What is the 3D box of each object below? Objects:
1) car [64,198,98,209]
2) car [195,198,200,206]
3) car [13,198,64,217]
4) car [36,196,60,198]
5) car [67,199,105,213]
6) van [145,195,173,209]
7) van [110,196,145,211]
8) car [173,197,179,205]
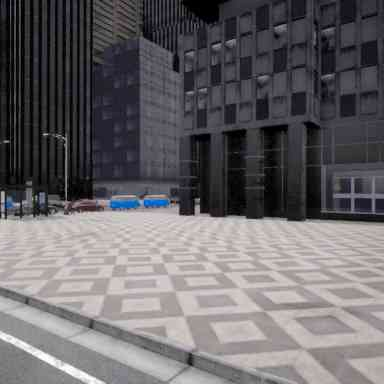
[{"bbox_3d":[-15.002,1.549,45.153,1.802,1.307,4.206,0,0,35],"label":"car"},{"bbox_3d":[1.821,1.570,54.087,1.802,1.307,4.206,0,0,35],"label":"car"},{"bbox_3d":[-14.641,1.549,30.960,2.008,1.369,4.403,0,0,35],"label":"car"},{"bbox_3d":[-16.951,1.504,37.824,1.812,1.442,4.674,0,0,35],"label":"car"},{"bbox_3d":[-11.348,1.576,35.585,1.802,1.307,4.206,0,0,35],"label":"car"},{"bbox_3d":[-4.763,1.330,44.836,1.690,1.788,3.998,0,0,35],"label":"van"},{"bbox_3d":[-8.055,1.332,40.211,1.690,1.788,3.998,0,0,35],"label":"van"},{"bbox_3d":[-2.816,1.572,57.554,1.895,1.301,4.718,0,0,36],"label":"car"}]
